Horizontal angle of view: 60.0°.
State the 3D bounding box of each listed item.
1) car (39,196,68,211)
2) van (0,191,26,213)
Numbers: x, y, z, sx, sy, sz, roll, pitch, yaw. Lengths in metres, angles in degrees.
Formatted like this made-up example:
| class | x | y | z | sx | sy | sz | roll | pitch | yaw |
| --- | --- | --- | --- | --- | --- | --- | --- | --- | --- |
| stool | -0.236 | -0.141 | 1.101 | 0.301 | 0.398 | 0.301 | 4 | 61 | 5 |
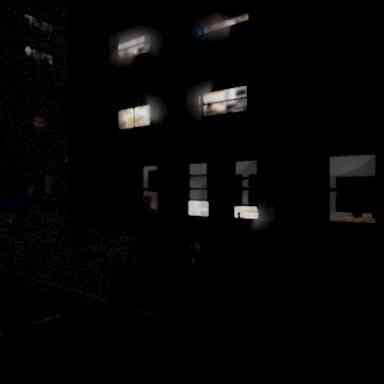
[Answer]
| class | x | y | z | sx | sy | sz | roll | pitch | yaw |
| --- | --- | --- | --- | --- | --- | --- | --- | --- | --- |
| car | -12.190 | 1.026 | 31.213 | 1.802 | 1.307 | 4.206 | 1 | 1 | 35 |
| van | -15.433 | 0.821 | 26.596 | 1.690 | 1.788 | 3.998 | 1 | 1 | 35 |
